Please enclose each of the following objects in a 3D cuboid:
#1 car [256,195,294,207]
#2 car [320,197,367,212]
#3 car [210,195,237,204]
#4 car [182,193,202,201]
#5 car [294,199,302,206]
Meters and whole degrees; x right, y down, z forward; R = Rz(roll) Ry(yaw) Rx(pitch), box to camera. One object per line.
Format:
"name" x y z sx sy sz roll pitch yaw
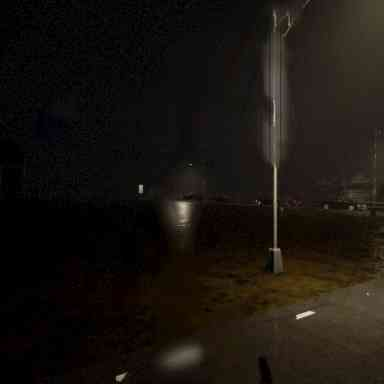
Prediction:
"car" 10.653 1.177 44.268 1.837 1.490 4.892 2 0 -35
"car" 16.400 1.292 36.148 1.837 1.490 4.892 2 0 -35
"car" 4.891 1.174 52.417 1.895 1.301 4.718 2 -1 -35
"car" -0.035 0.923 65.768 2.097 1.767 4.553 2 -1 -35
"car" 13.077 1.365 47.233 1.895 1.301 4.718 2 -1 -35
